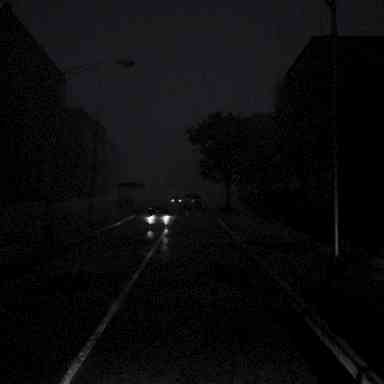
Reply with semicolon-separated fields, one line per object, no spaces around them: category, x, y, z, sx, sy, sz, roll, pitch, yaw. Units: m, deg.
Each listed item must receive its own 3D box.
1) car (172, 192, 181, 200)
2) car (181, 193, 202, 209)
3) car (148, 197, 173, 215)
car;-3.416;0.825;74.380;2.097;1.767;4.553;0;1;0
car;0.107;1.088;42.796;2.150;2.045;5.566;0;1;0
car;-3.205;1.480;33.020;1.812;1.442;4.674;0;0;0
